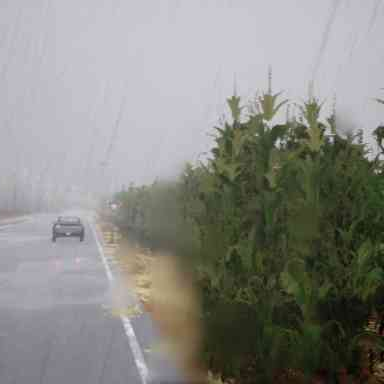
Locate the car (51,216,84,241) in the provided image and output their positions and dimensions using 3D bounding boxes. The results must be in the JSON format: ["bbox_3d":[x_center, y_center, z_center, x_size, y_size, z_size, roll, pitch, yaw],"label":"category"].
[{"bbox_3d":[-8.198,2.342,21.937,2.128,1.511,4.902,4,-3,-22],"label":"car"}]
